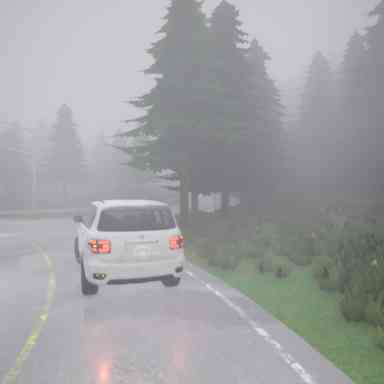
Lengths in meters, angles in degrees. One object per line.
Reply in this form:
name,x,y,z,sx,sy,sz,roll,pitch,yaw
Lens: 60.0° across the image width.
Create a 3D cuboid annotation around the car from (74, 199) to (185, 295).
car,-1.917,1.205,9.030,2.150,2.045,5.566,0,0,-20
